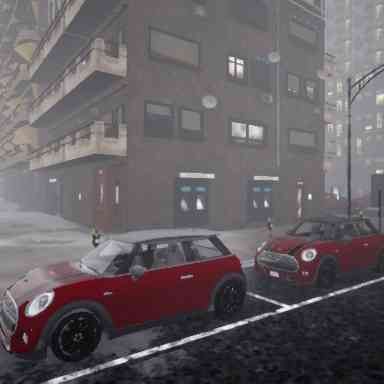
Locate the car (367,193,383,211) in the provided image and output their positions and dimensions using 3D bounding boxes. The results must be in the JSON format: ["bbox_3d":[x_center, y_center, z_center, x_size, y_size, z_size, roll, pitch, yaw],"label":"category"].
[{"bbox_3d":[19.220,1.032,35.013,2.192,1.841,5.009,1,0,-36],"label":"car"}]

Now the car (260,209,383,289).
[{"bbox_3d":[3.601,1.441,9.127,4.097,1.590,1.967,0,0,-35],"label":"car"}]

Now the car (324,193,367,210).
[{"bbox_3d":[12.477,1.012,30.038,2.192,1.841,5.009,2,0,-36],"label":"car"}]

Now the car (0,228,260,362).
[{"bbox_3d":[-1.025,1.440,5.827,4.097,1.590,1.967,0,0,-36],"label":"car"}]
